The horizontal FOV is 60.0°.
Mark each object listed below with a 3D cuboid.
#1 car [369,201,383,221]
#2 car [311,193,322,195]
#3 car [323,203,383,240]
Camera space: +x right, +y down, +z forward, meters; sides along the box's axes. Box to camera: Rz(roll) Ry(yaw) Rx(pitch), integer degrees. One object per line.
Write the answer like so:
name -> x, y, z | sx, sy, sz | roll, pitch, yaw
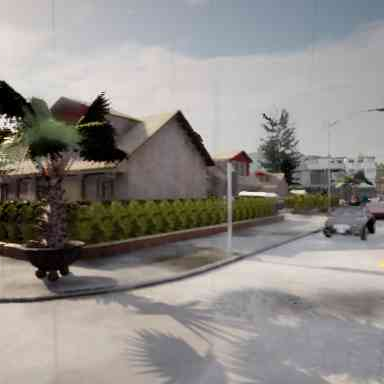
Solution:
car -> 14.382, 1.512, 25.824 | 1.882, 1.535, 5.008 | -1, 0, 36
car -> 24.820, 1.185, 67.455 | 3.866, 1.878, 1.905 | 0, 0, -19
car -> 8.265, 1.526, 17.289 | 2.128, 1.511, 4.902 | -1, 0, 36
